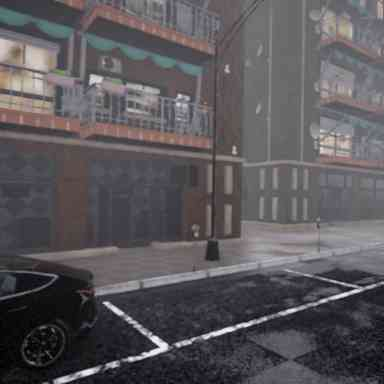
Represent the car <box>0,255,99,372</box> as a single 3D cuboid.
[{"bbox_3d":[-3.363,1.560,4.154,4.313,1.339,1.947,1,0,-35],"label":"car"}]
